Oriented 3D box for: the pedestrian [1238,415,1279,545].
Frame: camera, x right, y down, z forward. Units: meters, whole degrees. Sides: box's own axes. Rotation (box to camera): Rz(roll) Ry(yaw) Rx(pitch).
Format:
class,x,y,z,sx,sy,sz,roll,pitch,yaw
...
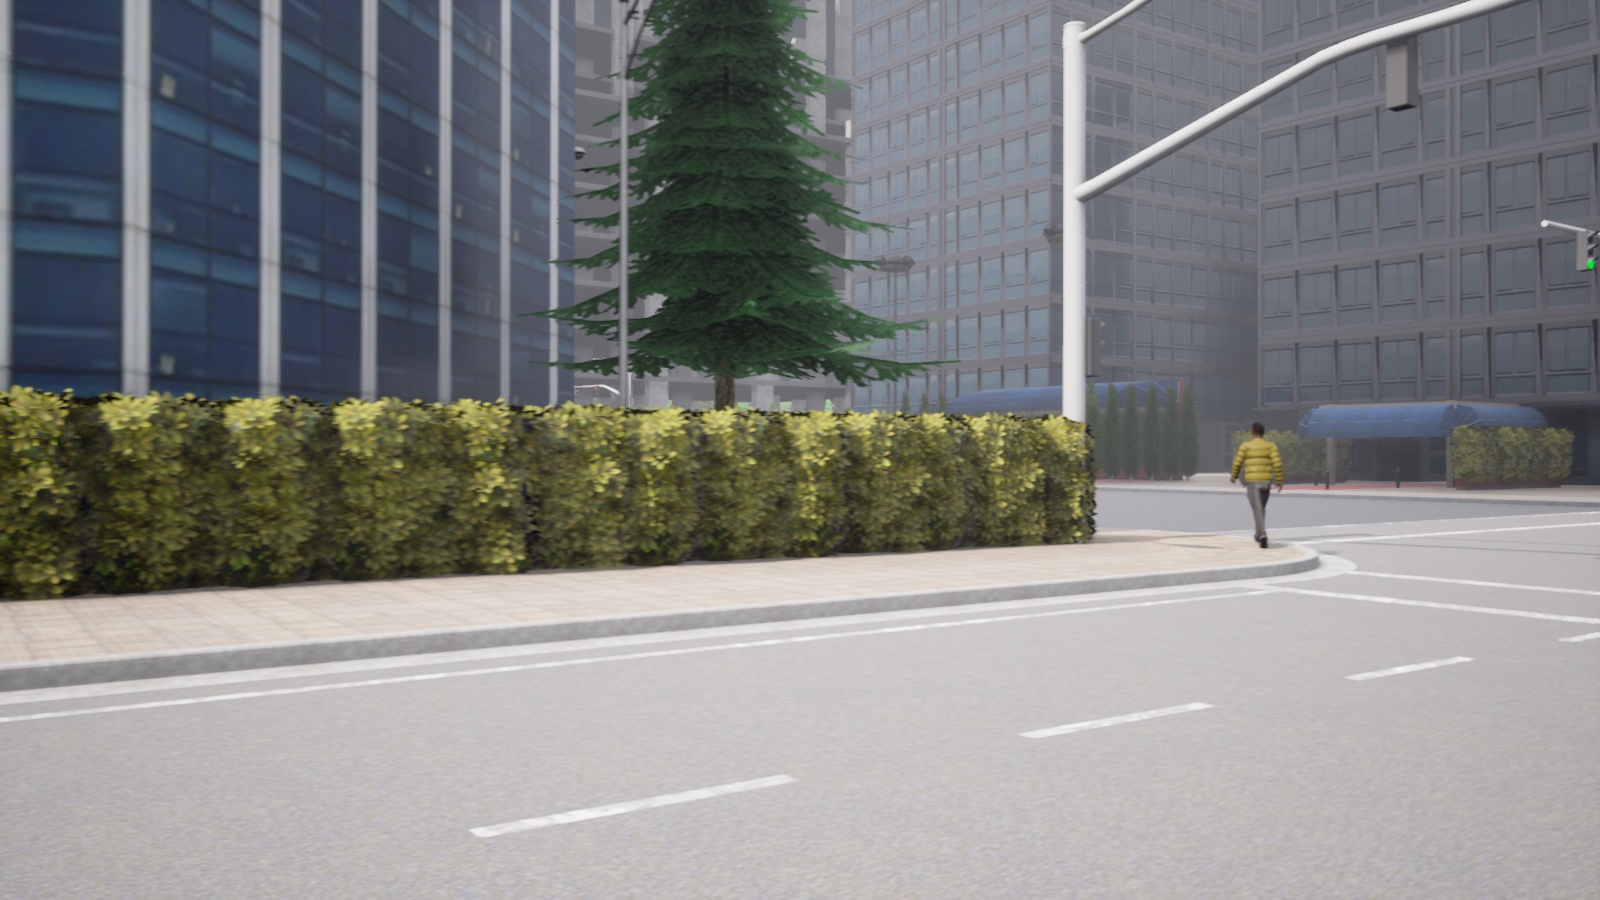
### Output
class,x,y,z,sx,sy,sz,roll,pitch,yaw
pedestrian,6.632,0.427,18.184,0.431,1.840,0.709,0,0,10
